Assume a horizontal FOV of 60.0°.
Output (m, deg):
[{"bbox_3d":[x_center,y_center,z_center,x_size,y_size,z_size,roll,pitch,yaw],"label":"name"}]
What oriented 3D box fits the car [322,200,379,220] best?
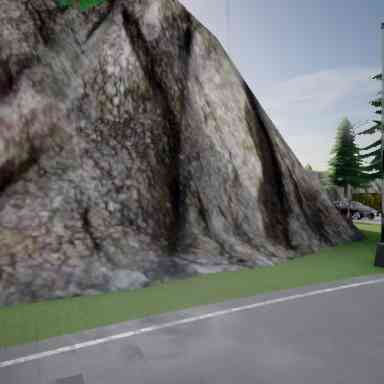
[{"bbox_3d":[13.446,1.492,28.490,2.128,1.511,4.902,0,0,-25],"label":"car"}]
